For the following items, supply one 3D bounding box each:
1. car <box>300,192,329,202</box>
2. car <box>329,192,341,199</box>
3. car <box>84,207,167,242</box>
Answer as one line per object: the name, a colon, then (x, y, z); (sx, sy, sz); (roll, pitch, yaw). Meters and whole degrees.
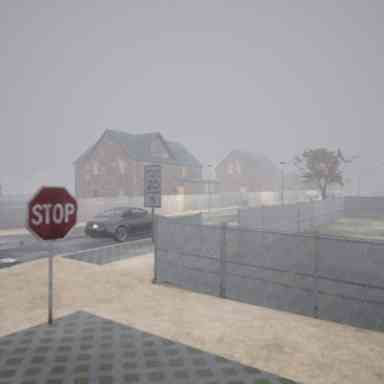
car: (14.784, 0.973, 40.421); (1.895, 1.301, 4.718); (1, 1, 36)
car: (20.370, 0.741, 48.379); (1.837, 1.490, 4.892); (1, 1, 35)
car: (-2.892, 1.384, 15.590); (1.994, 1.385, 4.181); (1, 1, 35)
